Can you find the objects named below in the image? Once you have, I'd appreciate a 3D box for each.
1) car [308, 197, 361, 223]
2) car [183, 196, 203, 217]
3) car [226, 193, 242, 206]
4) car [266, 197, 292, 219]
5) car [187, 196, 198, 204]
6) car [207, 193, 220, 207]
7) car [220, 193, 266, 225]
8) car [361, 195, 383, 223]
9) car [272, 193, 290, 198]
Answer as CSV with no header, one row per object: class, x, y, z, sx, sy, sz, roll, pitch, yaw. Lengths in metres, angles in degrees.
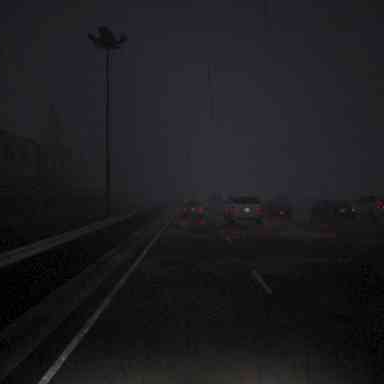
car,10.595,1.349,25.504,2.097,1.767,4.553,0,0,0
car,0.091,1.451,30.946,1.801,1.575,5.366,0,0,0
car,7.080,1.213,56.521,2.150,2.045,5.566,0,0,0
car,7.090,1.474,28.759,1.882,1.535,5.008,0,0,0
car,0.078,1.554,65.478,1.994,1.385,4.181,0,0,0
car,3.582,1.214,52.304,2.150,2.045,5.566,0,0,0
car,3.593,1.218,24.351,2.150,2.045,5.566,0,0,0
car,14.092,1.219,25.722,2.150,2.045,5.566,0,0,0
car,14.080,1.215,52.950,2.150,2.045,5.566,0,0,0
